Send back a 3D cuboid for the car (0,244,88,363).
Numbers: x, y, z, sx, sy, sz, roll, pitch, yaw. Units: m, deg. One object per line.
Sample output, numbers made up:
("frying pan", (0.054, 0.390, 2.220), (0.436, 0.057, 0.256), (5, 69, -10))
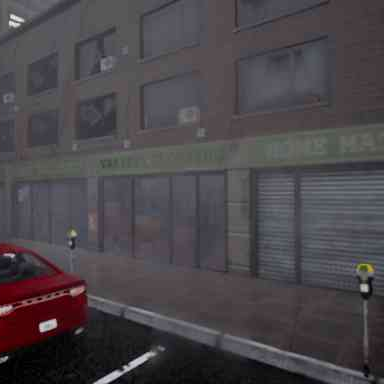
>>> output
("car", (-3.614, 1.537, 5.478), (4.507, 1.381, 1.887), (0, 0, 36))
